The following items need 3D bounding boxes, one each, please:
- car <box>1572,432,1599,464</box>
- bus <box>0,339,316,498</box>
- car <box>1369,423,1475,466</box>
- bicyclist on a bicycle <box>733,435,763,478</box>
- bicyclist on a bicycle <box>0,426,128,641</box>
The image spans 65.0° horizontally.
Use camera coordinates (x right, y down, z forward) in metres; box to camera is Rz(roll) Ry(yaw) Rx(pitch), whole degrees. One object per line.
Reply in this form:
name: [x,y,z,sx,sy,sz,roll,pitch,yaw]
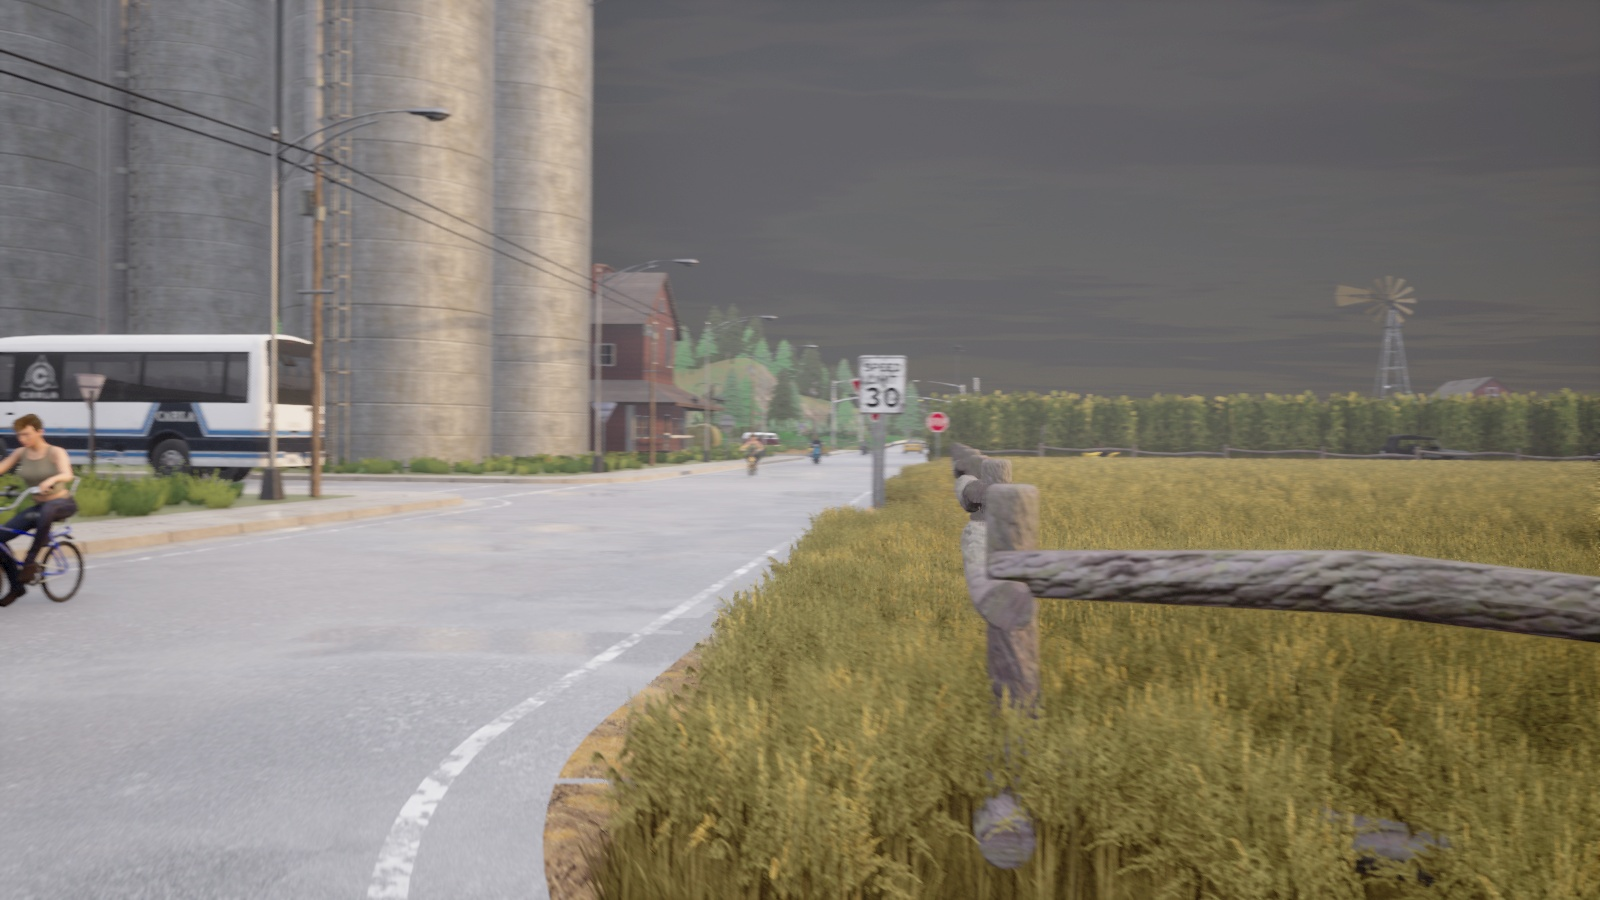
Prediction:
car: [36.904,-0.107,55.587,4.181,1.385,1.994,-1,1,7]
bus: [-19.850,-0.829,36.359,10.273,4.253,3.944,0,1,9]
car: [28.015,-0.262,56.661,3.866,1.878,1.905,-1,1,7]
bicyclist on a bicycle: [-1.955,0.232,47.382,0.866,1.612,1.509,0,1,7]
bicyclist on a bicycle: [-6.376,0.624,10.240,0.866,1.612,1.509,0,1,6]
